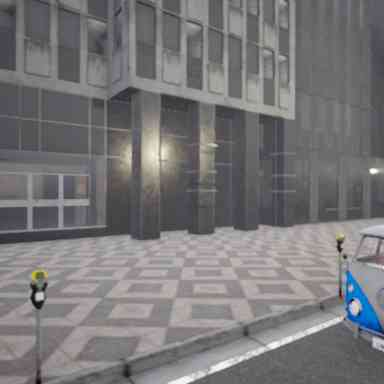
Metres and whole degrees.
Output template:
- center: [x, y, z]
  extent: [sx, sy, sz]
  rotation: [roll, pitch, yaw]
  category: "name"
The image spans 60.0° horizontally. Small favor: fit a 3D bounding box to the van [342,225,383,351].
- center: [4.044, 1.349, 5.250]
  extent: [3.998, 1.788, 1.690]
  rotation: [0, 0, -35]
  category: "van"
